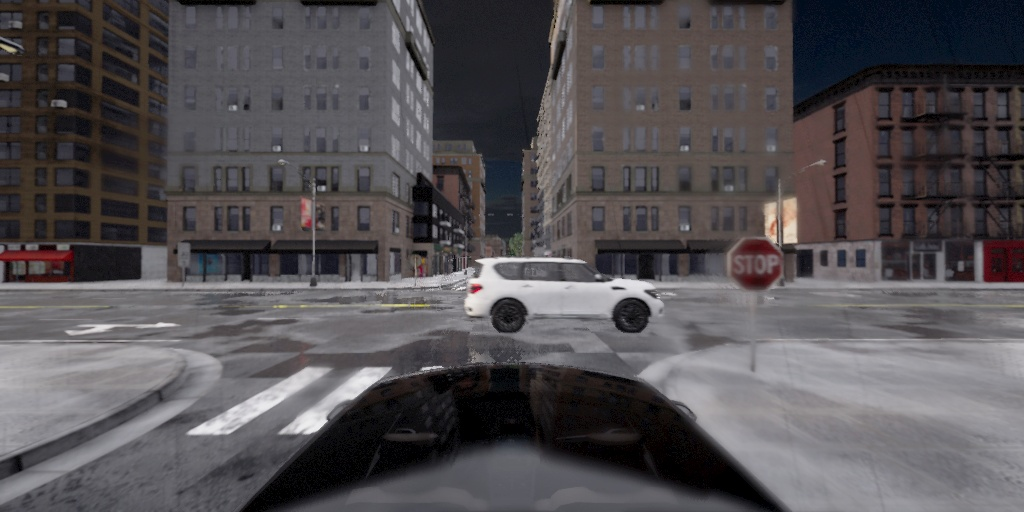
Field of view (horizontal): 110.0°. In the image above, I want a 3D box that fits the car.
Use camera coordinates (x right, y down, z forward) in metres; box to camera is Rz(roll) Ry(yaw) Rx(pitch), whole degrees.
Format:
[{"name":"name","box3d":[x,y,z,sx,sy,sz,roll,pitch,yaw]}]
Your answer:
[{"name":"car","box3d":[1.431,1.056,10.551,5.566,2.045,2.150,0,-1,0]}]
